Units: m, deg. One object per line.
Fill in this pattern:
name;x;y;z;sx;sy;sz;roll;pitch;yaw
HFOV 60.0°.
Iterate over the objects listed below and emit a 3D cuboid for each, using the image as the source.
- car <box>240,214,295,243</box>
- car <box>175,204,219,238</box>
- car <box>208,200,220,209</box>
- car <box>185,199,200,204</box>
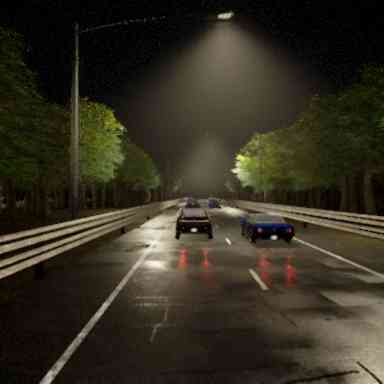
car;3.597;1.734;16.807;1.895;1.301;4.718;0;0;0
car;0.097;1.637;18.436;2.128;1.511;4.902;0;0;0
car;3.593;1.989;55.058;1.812;1.442;4.674;0;0;0
car;0.094;1.755;48.786;2.097;1.767;4.553;0;-1;0
